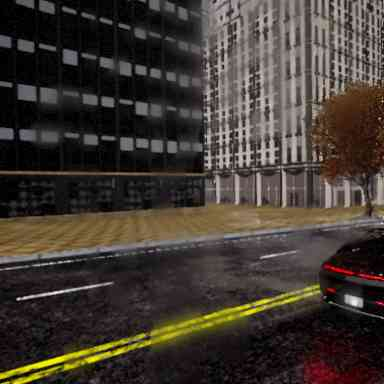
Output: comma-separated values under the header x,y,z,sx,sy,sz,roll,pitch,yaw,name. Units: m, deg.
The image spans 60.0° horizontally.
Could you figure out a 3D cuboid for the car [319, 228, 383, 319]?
x,y,z,sx,sy,sz,roll,pitch,yaw,name
4.572,1.472,6.729,4.892,1.490,1.837,-1,0,-35,car
